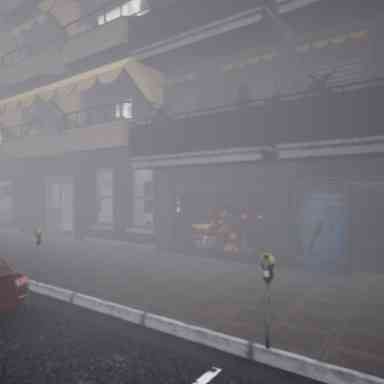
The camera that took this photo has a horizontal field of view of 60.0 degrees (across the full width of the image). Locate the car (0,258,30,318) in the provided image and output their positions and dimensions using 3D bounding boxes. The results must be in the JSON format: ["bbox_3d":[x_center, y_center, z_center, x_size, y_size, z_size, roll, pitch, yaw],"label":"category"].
[{"bbox_3d":[-4.662,1.610,6.201,4.206,1.307,1.802,0,0,36],"label":"car"}]

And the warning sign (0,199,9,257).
[{"bbox_3d":[-6.803,1.159,10.649,1.060,1.860,1.300,0,0,36],"label":"warning sign"}]
